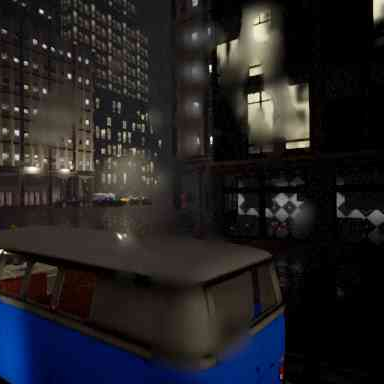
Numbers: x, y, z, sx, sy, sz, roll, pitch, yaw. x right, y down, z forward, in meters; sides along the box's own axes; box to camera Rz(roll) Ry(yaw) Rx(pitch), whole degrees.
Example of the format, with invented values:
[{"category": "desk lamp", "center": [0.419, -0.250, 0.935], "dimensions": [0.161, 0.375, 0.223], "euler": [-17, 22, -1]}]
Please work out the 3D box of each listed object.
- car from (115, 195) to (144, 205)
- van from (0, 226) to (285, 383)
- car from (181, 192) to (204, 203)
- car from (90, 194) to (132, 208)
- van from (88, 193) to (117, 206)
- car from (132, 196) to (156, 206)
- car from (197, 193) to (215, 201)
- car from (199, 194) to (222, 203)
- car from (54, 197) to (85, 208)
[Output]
[{"category": "car", "center": [-10.286, 1.276, 54.888], "dimensions": [1.752, 1.417, 4.829], "euler": [0, 0, 36]}, {"category": "van", "center": [-1.020, 1.342, 3.616], "dimensions": [3.998, 1.788, 1.690], "euler": [0, -1, 35]}, {"category": "car", "center": [-0.074, 0.907, 54.656], "dimensions": [2.192, 1.841, 5.009], "euler": [0, 0, 36]}, {"category": "car", "center": [-10.060, 1.266, 41.007], "dimensions": [1.887, 1.381, 4.507], "euler": [0, 0, 36]}, {"category": "van", "center": [-13.517, 1.134, 50.473], "dimensions": [1.690, 1.788, 3.998], "euler": [0, 0, 36]}, {"category": "car", "center": [-6.731, 1.229, 45.557], "dimensions": [2.008, 1.369, 4.403], "euler": [0, 0, 36]}, {"category": "car", "center": [3.137, 1.014, 73.233], "dimensions": [1.967, 1.590, 4.097], "euler": [0, 0, 36]}, {"category": "car", "center": [3.258, 1.099, 59.207], "dimensions": [2.008, 1.369, 4.403], "euler": [0, 0, 36]}, {"category": "car", "center": [-16.846, 1.401, 45.922], "dimensions": [1.947, 1.339, 4.313], "euler": [0, 0, 36]}]
